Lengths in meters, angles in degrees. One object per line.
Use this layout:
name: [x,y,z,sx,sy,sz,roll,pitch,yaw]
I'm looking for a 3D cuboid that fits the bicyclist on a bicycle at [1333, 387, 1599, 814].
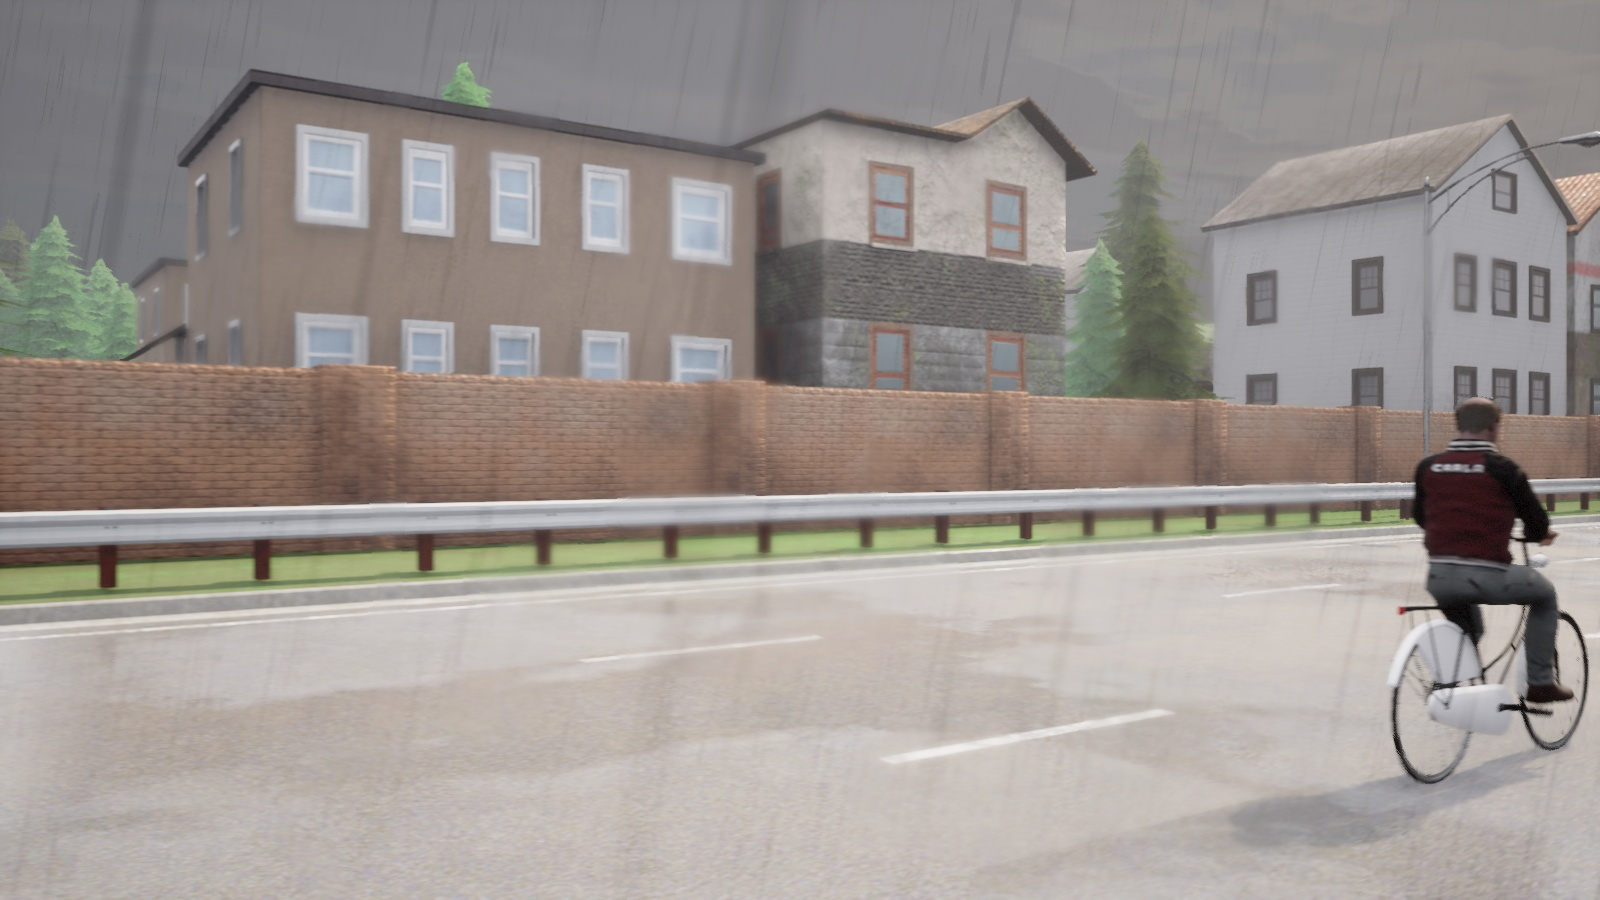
bicyclist on a bicycle: [3.399,0.623,6.025,1.843,1.776,0.659,0,0,-35]
